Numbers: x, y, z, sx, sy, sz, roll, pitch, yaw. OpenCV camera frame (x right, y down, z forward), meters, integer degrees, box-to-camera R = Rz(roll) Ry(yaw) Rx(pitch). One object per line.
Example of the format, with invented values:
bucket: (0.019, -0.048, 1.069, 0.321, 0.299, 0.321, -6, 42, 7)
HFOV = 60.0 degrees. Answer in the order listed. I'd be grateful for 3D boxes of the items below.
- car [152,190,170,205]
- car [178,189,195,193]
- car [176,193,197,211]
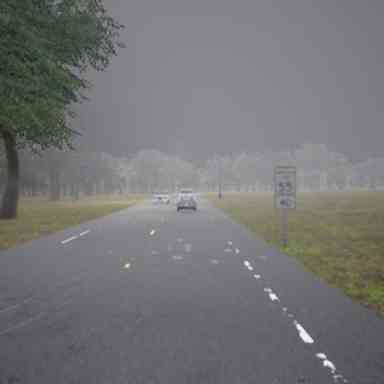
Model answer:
car: (-4.288, 0.725, 46.656, 2.150, 2.045, 5.566, -1, 1, -1)
car: (-0.731, 0.594, 46.074, 2.150, 2.045, 5.566, -1, 1, 0)
car: (-0.525, 1.157, 33.485, 1.994, 1.385, 4.181, -1, 1, 0)
